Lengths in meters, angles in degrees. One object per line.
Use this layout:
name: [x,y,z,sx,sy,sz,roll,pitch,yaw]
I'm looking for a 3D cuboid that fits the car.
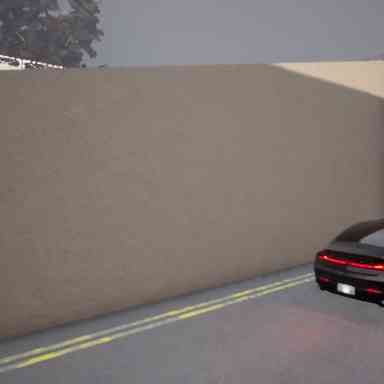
car: [4.576,1.322,7.068,4.892,1.490,1.837,-2,1,-36]
